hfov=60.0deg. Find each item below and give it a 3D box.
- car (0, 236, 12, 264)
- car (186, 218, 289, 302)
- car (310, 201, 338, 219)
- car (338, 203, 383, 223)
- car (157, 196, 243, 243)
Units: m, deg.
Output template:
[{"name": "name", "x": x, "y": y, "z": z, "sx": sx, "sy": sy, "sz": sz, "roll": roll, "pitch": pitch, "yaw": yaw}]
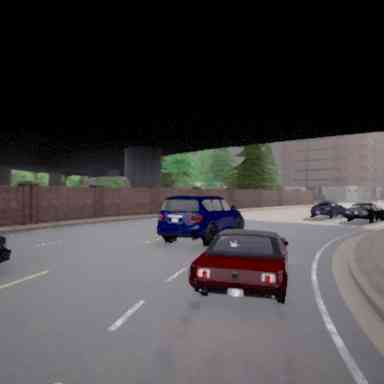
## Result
[{"name": "car", "x": -6.292, "y": 1.483, "z": 6.892, "sx": 2.033, "sy": 1.411, "sz": 5.357, "roll": 0, "pitch": 0, "yaw": 11}, {"name": "car", "x": 1.442, "y": 1.585, "z": 8.333, "sx": 1.895, "sy": 1.301, "sz": 4.718, "roll": 0, "pitch": 0, "yaw": 16}, {"name": "car", "x": 11.986, "y": 1.519, "z": 29.256, "sx": 1.812, "sy": 1.442, "sz": 4.674, "roll": 1, "pitch": 0, "yaw": 42}, {"name": "car", "x": 13.553, "y": 1.561, "z": 25.862, "sx": 2.033, "sy": 1.411, "sz": 5.357, "roll": 1, "pitch": 0, "yaw": 43}, {"name": "car", "x": 0.576, "y": 1.179, "z": 15.189, "sx": 2.150, "sy": 2.045, "sz": 5.566, "roll": 0, "pitch": 0, "yaw": 27}]
